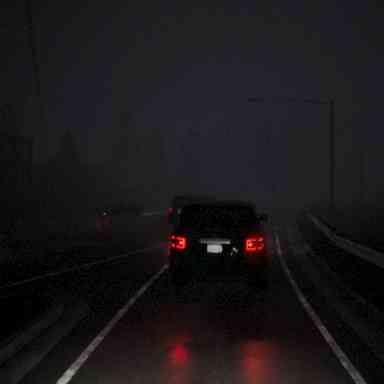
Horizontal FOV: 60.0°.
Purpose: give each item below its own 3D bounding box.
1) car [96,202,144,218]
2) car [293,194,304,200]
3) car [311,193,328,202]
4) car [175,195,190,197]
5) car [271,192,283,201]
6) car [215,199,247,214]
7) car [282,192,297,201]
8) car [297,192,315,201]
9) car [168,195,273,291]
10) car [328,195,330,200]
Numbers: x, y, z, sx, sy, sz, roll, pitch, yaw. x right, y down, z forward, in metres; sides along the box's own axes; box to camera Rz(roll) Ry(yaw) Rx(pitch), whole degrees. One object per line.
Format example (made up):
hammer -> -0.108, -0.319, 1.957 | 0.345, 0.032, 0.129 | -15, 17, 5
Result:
car -> -6.383, 1.565, 30.190 | 1.895, 1.301, 4.718 | 0, 0, 28
car -> 28.531, 1.287, 89.044 | 1.812, 1.442, 4.674 | 0, 0, 28
car -> 28.206, 1.435, 73.432 | 1.812, 1.442, 4.674 | 0, 0, 28
car -> 0.608, 1.198, 20.940 | 2.150, 2.045, 5.566 | 0, 0, 28
car -> 20.766, 1.424, 81.832 | 1.812, 1.442, 4.674 | 0, 0, 28
car -> 4.253, 1.521, 35.342 | 1.994, 1.385, 4.181 | 0, 0, 28
car -> 23.667, 1.402, 79.830 | 1.837, 1.490, 4.892 | 0, 0, 28
car -> 26.943, 1.259, 78.537 | 2.097, 1.767, 4.553 | 0, 0, 28
car -> 0.909, 1.210, 9.241 | 2.150, 2.045, 5.566 | 0, 0, 10
car -> 35.304, 1.434, 86.879 | 2.033, 1.411, 5.357 | 0, 0, 28
